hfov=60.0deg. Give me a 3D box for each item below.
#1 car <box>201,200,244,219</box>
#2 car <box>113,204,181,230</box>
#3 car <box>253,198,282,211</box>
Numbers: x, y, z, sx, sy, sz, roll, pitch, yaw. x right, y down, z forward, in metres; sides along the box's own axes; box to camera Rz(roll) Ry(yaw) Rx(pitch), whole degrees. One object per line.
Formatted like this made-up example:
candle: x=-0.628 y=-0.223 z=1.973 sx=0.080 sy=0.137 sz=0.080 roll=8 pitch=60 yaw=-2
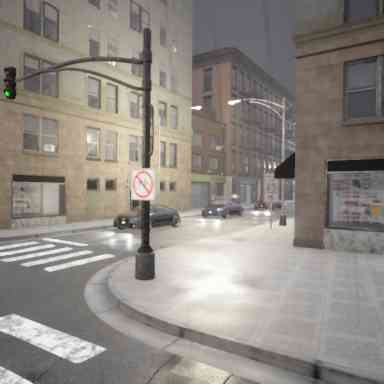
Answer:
car: x=2.463 y=1.293 z=26.277 sx=1.994 sy=1.385 sz=4.181 roll=1 pitch=1 yaw=34
car: x=-2.452 y=1.385 z=18.910 sx=1.994 sy=1.385 sz=4.181 roll=1 pitch=1 yaw=34
car: x=7.962 y=1.188 z=34.502 sx=1.994 sy=1.385 sz=4.181 roll=1 pitch=1 yaw=34
